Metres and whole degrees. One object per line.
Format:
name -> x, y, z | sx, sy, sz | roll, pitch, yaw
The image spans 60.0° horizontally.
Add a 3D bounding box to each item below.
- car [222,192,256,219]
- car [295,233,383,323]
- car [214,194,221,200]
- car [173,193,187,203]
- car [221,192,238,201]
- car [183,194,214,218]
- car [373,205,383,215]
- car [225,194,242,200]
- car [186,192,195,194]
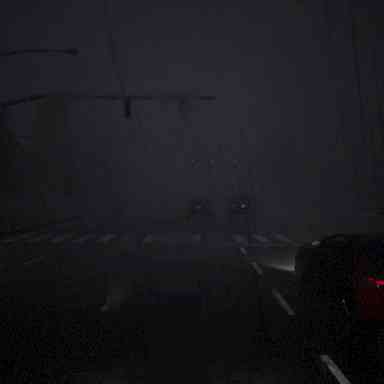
car -> 4.085, 1.198, 28.841 | 2.150, 2.045, 5.566 | 0, 0, 1
car -> 3.677, 1.555, 7.150 | 1.994, 1.385, 4.181 | 0, 0, 1
car -> 5.674, 1.339, 84.428 | 1.812, 1.442, 4.674 | 0, 0, 31
car -> -2.450, 1.325, 62.590 | 1.882, 1.535, 5.008 | 0, 0, 2
car -> 9.536, 1.049, 84.192 | 2.150, 2.045, 5.566 | 0, 0, 31
car -> 0.595, 1.310, 29.604 | 2.097, 1.767, 4.553 | 0, 0, 1
car -> 20.149, 1.585, 32.540 | 4.181, 1.385, 1.994 | 0, 0, 1
car -> 11.600, 1.326, 92.752 | 2.128, 1.511, 4.902 | 0, 0, 45
car -> -0.580, 1.040, 78.395 | 2.150, 2.045, 5.566 | 0, 0, 17
